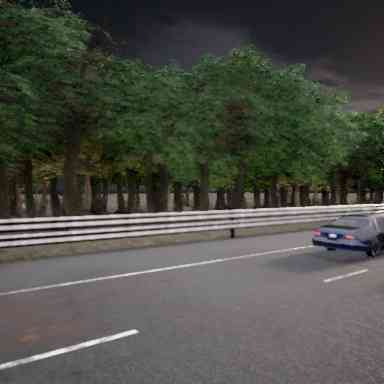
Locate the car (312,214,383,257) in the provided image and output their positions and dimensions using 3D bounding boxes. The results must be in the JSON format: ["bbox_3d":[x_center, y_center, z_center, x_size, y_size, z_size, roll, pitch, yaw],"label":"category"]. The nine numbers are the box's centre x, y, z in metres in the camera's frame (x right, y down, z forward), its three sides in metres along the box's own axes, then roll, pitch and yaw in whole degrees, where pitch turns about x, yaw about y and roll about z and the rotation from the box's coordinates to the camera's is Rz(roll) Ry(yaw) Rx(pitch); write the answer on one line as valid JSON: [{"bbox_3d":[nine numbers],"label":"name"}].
[{"bbox_3d":[6.924,1.565,12.981,5.357,1.411,2.033,0,0,-35],"label":"car"}]
